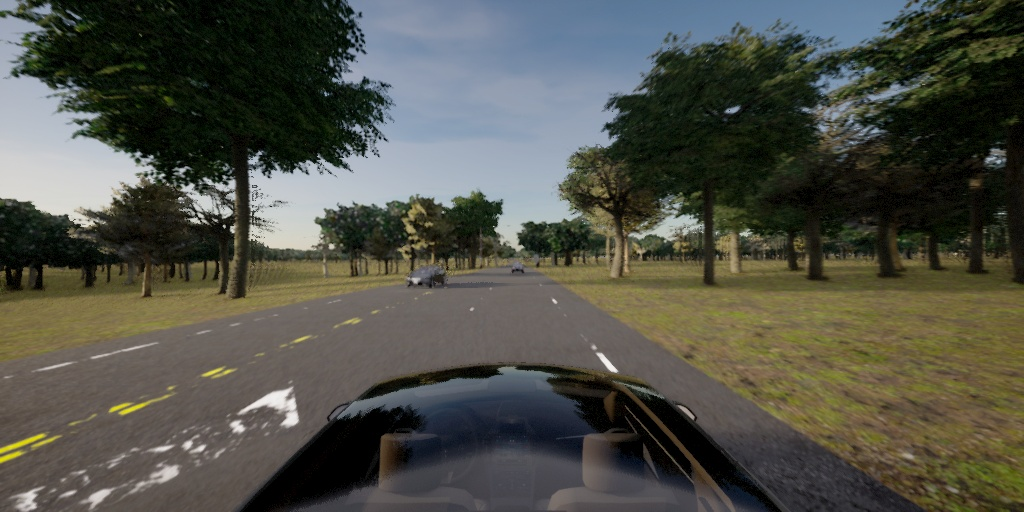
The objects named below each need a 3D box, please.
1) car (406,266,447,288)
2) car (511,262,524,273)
[{"bbox_3d":[-6.184,1.490,26.323,2.128,1.511,4.902,-1,-1,6],"label":"car"},{"bbox_3d":[0.852,1.779,53.766,2.033,1.411,5.357,-1,-1,1],"label":"car"}]
